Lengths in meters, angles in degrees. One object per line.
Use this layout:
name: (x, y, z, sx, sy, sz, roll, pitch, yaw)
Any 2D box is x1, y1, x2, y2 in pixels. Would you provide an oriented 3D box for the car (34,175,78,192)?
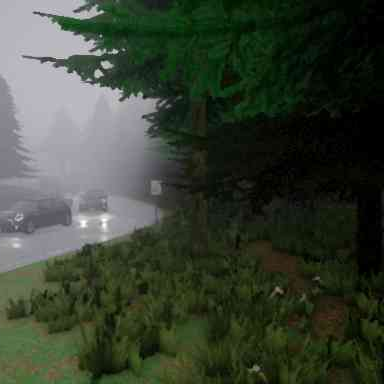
car: (-15.787, -0.767, 39.277, 5.566, 2.045, 2.150, 6, 4, 36)

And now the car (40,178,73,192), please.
car: (-18.524, -0.961, 45.360, 4.892, 1.490, 1.837, 6, 4, 38)

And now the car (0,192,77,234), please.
car: (-8.525, 1.134, 17.859, 2.097, 1.767, 4.553, 0, 2, 15)

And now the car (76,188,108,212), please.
car: (-8.143, 0.584, 27.707, 2.097, 1.767, 4.553, 0, 4, -14)

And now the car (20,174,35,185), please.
car: (-25.864, -2.140, 52.408, 2.150, 2.045, 5.566, 0, 5, -30)
